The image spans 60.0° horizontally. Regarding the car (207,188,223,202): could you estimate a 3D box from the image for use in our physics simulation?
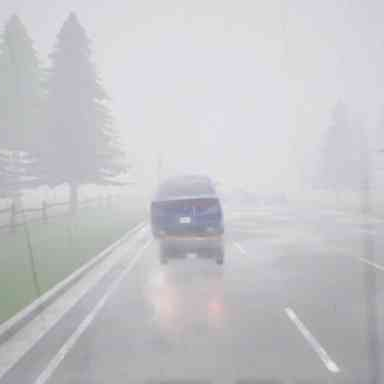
[{"bbox_3d":[3.499,0.403,52.069,2.150,2.045,5.566,0,1,0],"label":"car"}]

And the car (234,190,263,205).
[{"bbox_3d":[7.000,0.837,41.625,2.128,1.511,4.902,0,1,0],"label":"car"}]

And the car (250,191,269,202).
[{"bbox_3d":[10.499,0.687,52.044,1.837,1.490,4.892,0,1,0],"label":"car"}]

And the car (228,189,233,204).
[{"bbox_3d":[3.500,0.692,42.009,2.097,1.767,4.553,0,1,0],"label":"car"}]

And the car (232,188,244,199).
[{"bbox_3d":[6.999,0.403,52.069,2.150,2.045,5.566,0,1,0],"label":"car"}]

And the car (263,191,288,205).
[{"bbox_3d":[10.500,0.692,42.009,2.097,1.767,4.553,0,1,0],"label":"car"}]

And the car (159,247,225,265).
[{"bbox_3d":[-0.001,1.377,11.006,2.128,1.511,4.902,0,2,0],"label":"car"}]

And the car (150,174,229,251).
[{"bbox_3d":[-0.084,0.177,10.261,1.882,1.535,5.008,-4,8,3],"label":"car"}]
